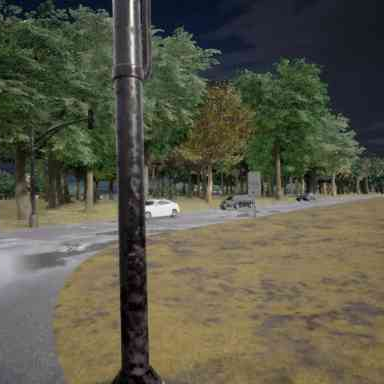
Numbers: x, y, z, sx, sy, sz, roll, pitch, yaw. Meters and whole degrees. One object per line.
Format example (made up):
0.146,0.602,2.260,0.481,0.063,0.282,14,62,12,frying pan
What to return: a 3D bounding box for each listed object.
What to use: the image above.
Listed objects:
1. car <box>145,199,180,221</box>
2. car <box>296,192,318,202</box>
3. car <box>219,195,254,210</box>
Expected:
-2.794,1.268,24.482,1.812,1.442,4.674,-3,-1,37,car
17.758,0.776,51.320,2.033,1.411,5.357,-3,-1,37,car
4.655,1.052,34.273,1.837,1.490,4.892,-3,0,37,car
